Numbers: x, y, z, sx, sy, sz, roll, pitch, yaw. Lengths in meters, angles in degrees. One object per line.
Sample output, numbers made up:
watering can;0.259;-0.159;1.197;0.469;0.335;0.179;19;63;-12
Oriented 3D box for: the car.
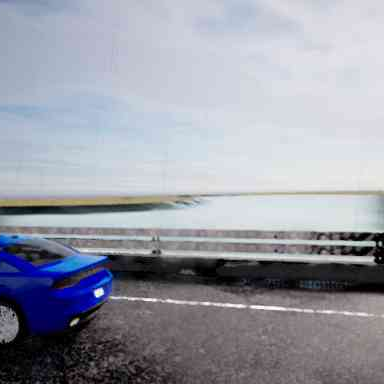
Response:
car;-3.954;1.542;6.102;5.008;1.535;1.882;0;0;13
